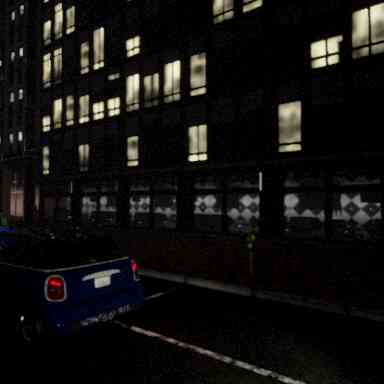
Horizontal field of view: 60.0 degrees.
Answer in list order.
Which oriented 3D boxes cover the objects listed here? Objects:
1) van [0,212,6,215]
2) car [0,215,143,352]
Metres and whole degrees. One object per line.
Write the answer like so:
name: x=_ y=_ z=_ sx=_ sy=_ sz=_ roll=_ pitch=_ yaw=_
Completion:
van: x=-8.840 y=1.611 z=13.166 sx=3.998 sy=1.788 sz=1.690 roll=-1 pitch=-2 yaw=37
car: x=-3.154 y=1.497 z=6.679 sx=4.553 sy=1.767 sz=2.097 roll=-1 pitch=-2 yaw=37
